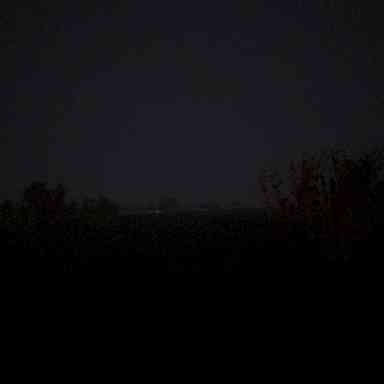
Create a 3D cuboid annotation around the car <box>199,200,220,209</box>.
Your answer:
[{"bbox_3d":[3.081,2.216,58.283,1.812,1.442,4.674,-2,-2,36],"label":"car"}]

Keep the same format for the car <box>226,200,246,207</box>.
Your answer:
[{"bbox_3d":[8.740,2.346,66.218,2.033,1.411,5.357,-2,-2,36],"label":"car"}]

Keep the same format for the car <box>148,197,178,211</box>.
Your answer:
[{"bbox_3d":[-4.605,1.901,53.813,2.150,2.045,5.566,-2,-1,36],"label":"car"}]
